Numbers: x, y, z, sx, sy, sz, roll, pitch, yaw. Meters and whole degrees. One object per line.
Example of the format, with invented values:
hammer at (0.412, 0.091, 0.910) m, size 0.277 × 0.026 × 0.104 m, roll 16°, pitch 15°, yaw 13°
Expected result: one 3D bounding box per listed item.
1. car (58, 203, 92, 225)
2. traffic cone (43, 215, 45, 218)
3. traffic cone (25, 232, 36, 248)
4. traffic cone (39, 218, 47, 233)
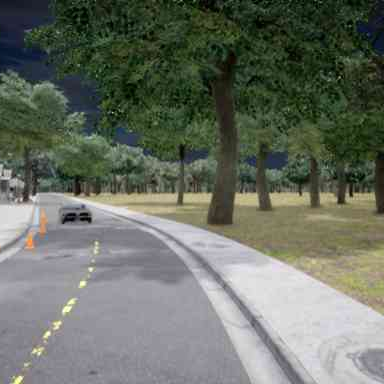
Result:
car at (-7.948, 1.418, 22.528) m, size 1.895 × 1.301 × 4.718 m, roll 0°, pitch 0°, yaw -24°
traffic cone at (-9.703, 1.773, 21.778) m, size 0.340 × 0.580 × 0.340 m, roll 0°, pitch 0°, yaw -25°
traffic cone at (-6.242, 1.849, 12.814) m, size 0.340 × 0.580 × 0.340 m, roll 0°, pitch 0°, yaw -16°
traffic cone at (-7.759, 1.811, 17.329) m, size 0.340 × 0.580 × 0.340 m, roll 0°, pitch 0°, yaw -21°
